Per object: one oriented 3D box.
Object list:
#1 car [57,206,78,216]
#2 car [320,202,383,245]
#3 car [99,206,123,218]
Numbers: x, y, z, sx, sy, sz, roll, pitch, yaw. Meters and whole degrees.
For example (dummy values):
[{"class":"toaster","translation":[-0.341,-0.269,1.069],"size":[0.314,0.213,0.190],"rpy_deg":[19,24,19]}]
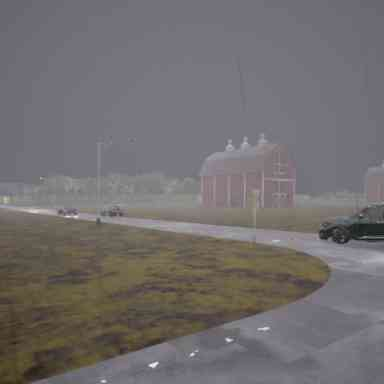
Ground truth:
[{"class":"car","translation":[-18.790,2.783,49.873],"size":[2.033,1.411,5.357],"rpy_deg":[1,-2,-36]},{"class":"car","translation":[8.819,1.480,15.192],"size":[5.566,2.045,2.150],"rpy_deg":[-3,-1,34]},{"class":"car","translation":[-10.539,2.558,43.097],"size":[1.837,1.490,4.892],"rpy_deg":[1,-2,-36]}]
